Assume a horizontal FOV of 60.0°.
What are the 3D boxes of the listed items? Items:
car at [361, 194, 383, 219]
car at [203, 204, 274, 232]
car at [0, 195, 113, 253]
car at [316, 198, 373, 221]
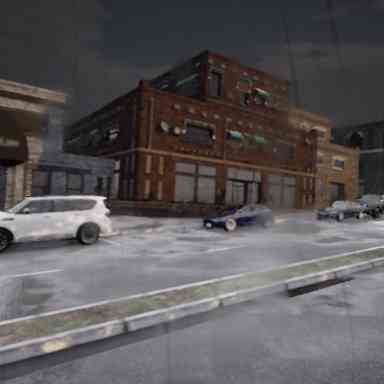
[{"bbox_3d":[16.349,1.211,29.748,5.566,2.045,2.435,0,0,-36],"label":"car"},{"bbox_3d":[2.893,1.469,20.064,4.792,1.488,2.163,0,0,-36],"label":"car"},{"bbox_3d":[-6.068,1.172,13.606,5.566,2.045,2.435,0,0,-36],"label":"car"},{"bbox_3d":[11.894,1.456,26.539,4.892,1.521,2.231,0,0,-36],"label":"car"}]
